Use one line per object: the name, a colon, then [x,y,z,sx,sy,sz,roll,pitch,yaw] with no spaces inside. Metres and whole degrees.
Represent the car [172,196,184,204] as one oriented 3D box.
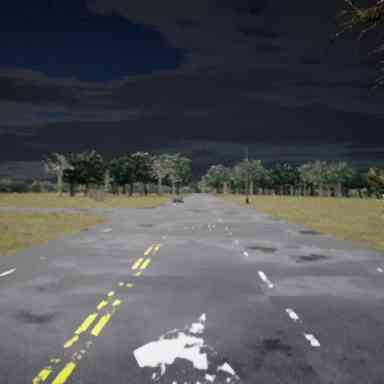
car: [-2.462,1.408,59.408,2.033,1.411,5.357,0,0,1]
